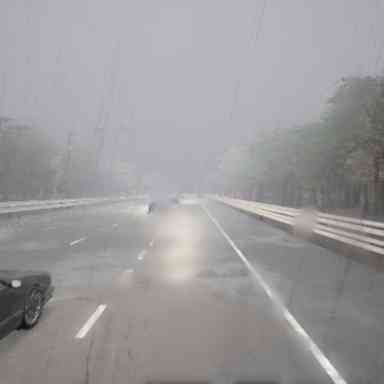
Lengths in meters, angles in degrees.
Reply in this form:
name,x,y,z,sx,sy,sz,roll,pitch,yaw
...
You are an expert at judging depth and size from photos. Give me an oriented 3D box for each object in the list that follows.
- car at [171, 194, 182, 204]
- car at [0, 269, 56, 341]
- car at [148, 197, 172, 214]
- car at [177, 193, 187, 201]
name,x,y,z,sx,sy,sz,roll,pitch,yaw
car,-3.367,1.582,64.503,1.837,1.490,4.892,0,0,0
car,-3.502,1.549,3.845,2.033,1.411,5.357,0,0,0
car,-3.473,1.507,35.356,1.882,1.535,5.008,0,0,0
car,-3.251,1.326,88.638,2.150,2.045,5.566,0,0,0
